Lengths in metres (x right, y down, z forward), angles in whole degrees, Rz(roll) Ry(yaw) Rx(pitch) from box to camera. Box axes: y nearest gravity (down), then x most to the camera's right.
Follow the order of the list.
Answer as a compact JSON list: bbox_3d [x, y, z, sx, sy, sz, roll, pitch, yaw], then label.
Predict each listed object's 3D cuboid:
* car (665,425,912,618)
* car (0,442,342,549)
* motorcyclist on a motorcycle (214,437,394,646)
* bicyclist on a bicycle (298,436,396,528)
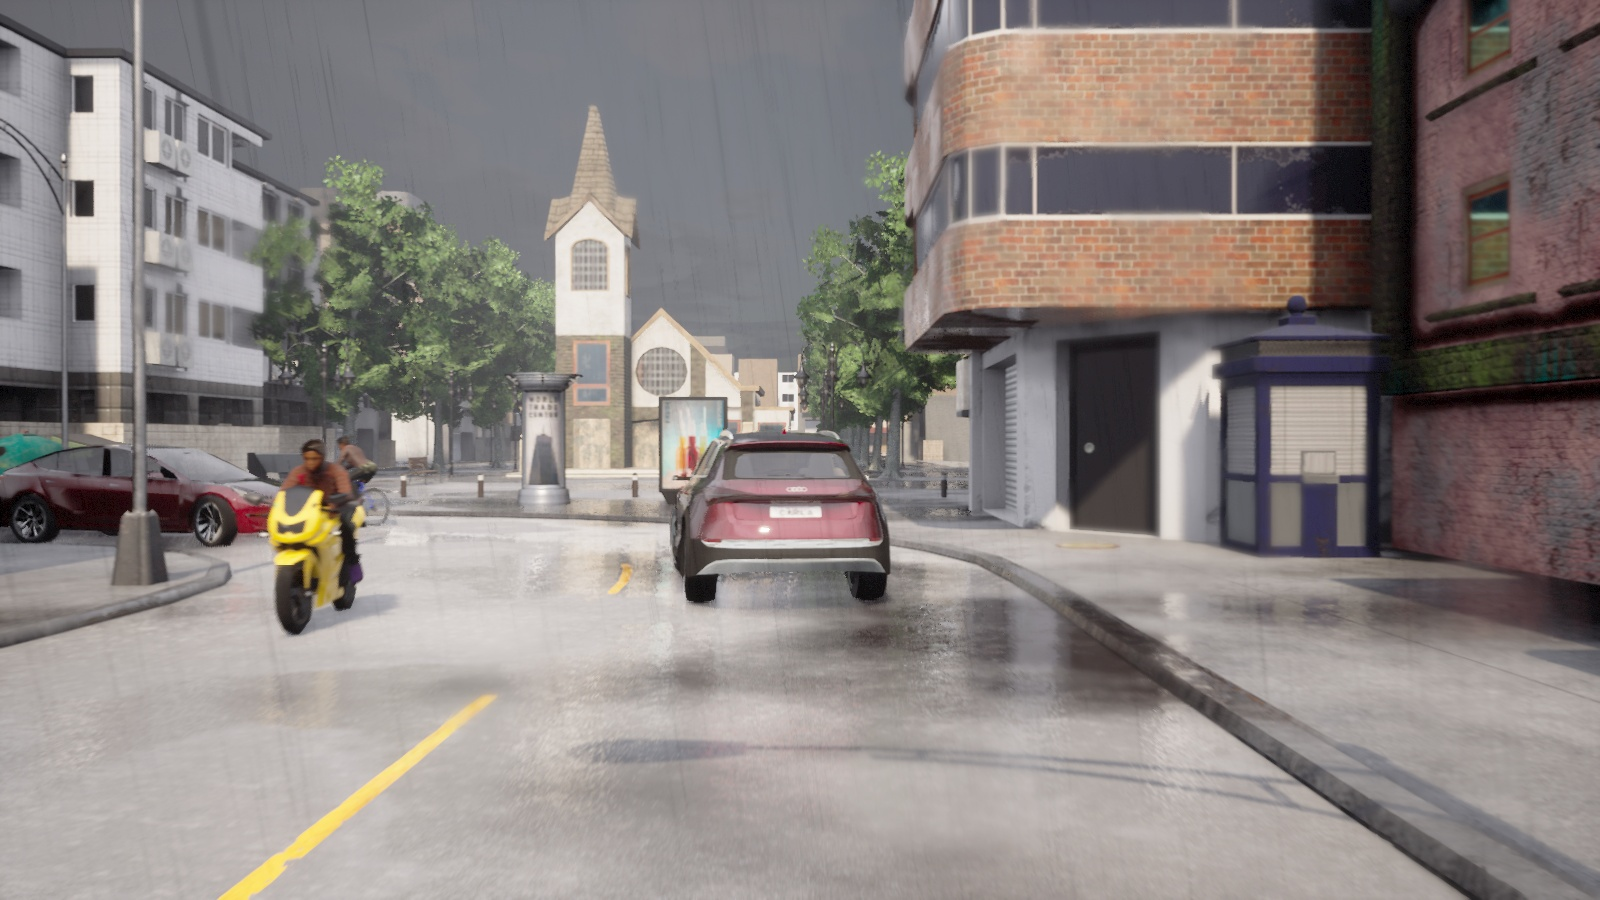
[{"bbox_3d":[-0.346,0.602,13.303,2.033,1.649,4.856,0,0,-8],"label":"car"},{"bbox_3d":[-9.744,0.632,19.094,4.792,1.488,2.163,0,0,12],"label":"car"},{"bbox_3d":[-3.979,0.667,10.267,0.797,1.523,2.044,-1,0,-5],"label":"motorcyclist on a motorcycle"},{"bbox_3d":[-8.194,0.567,22.723,1.656,1.620,0.582,0,2,21],"label":"bicyclist on a bicycle"}]
